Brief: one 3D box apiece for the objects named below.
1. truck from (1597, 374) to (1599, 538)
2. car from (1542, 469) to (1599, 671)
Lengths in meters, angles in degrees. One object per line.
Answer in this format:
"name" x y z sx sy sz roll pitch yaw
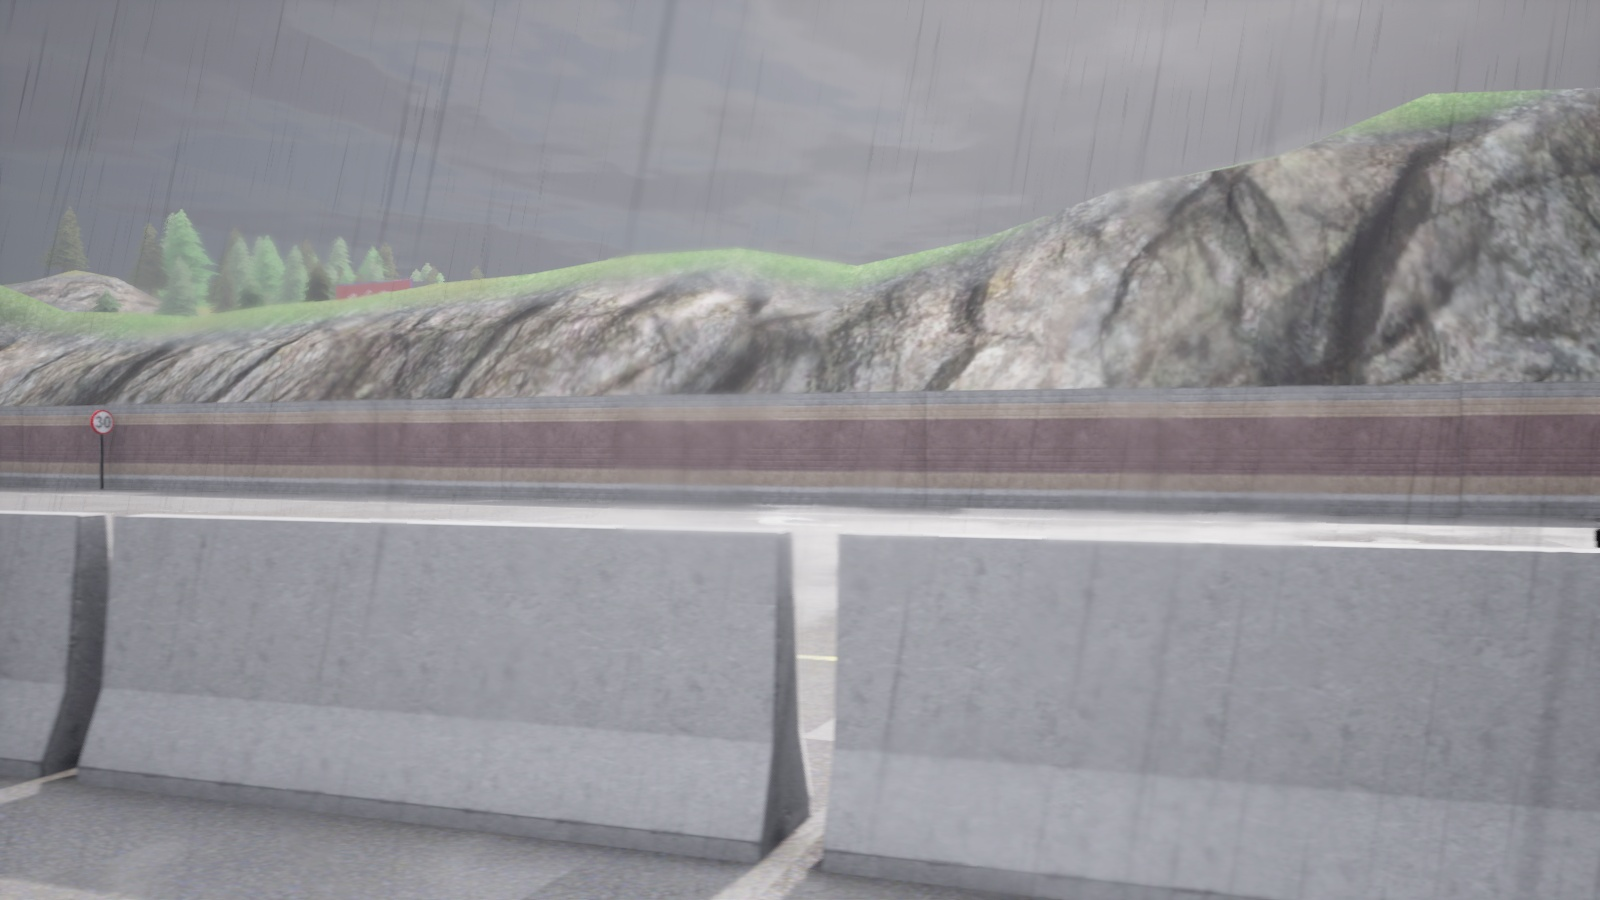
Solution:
"truck" 14.286 0.125 17.124 5.204 2.467 2.627 0 1 15
"car" 7.697 0.831 8.056 4.718 1.301 1.895 0 1 16
